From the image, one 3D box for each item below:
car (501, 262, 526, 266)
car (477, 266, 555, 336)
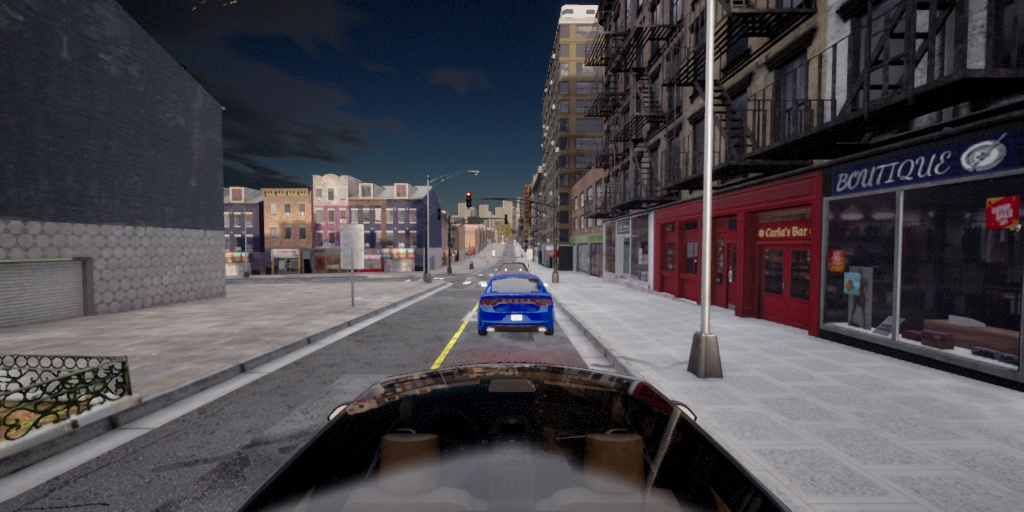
[{"bbox_3d":[0.055,1.104,20.465,2.097,1.767,4.553,0,0,0],"label":"car"},{"bbox_3d":[0.088,1.226,10.472,1.882,1.535,5.008,0,0,0],"label":"car"}]
